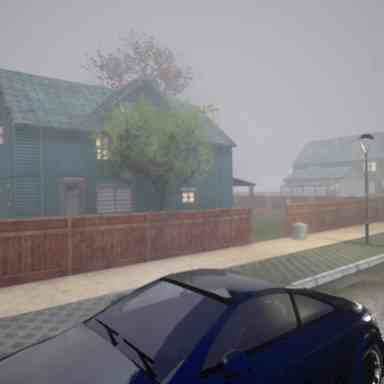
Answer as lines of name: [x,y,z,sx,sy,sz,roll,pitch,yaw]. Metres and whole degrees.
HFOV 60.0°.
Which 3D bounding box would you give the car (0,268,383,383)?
car: [0.084,1.536,3.157,4.181,1.385,1.994,-1,1,-39]
